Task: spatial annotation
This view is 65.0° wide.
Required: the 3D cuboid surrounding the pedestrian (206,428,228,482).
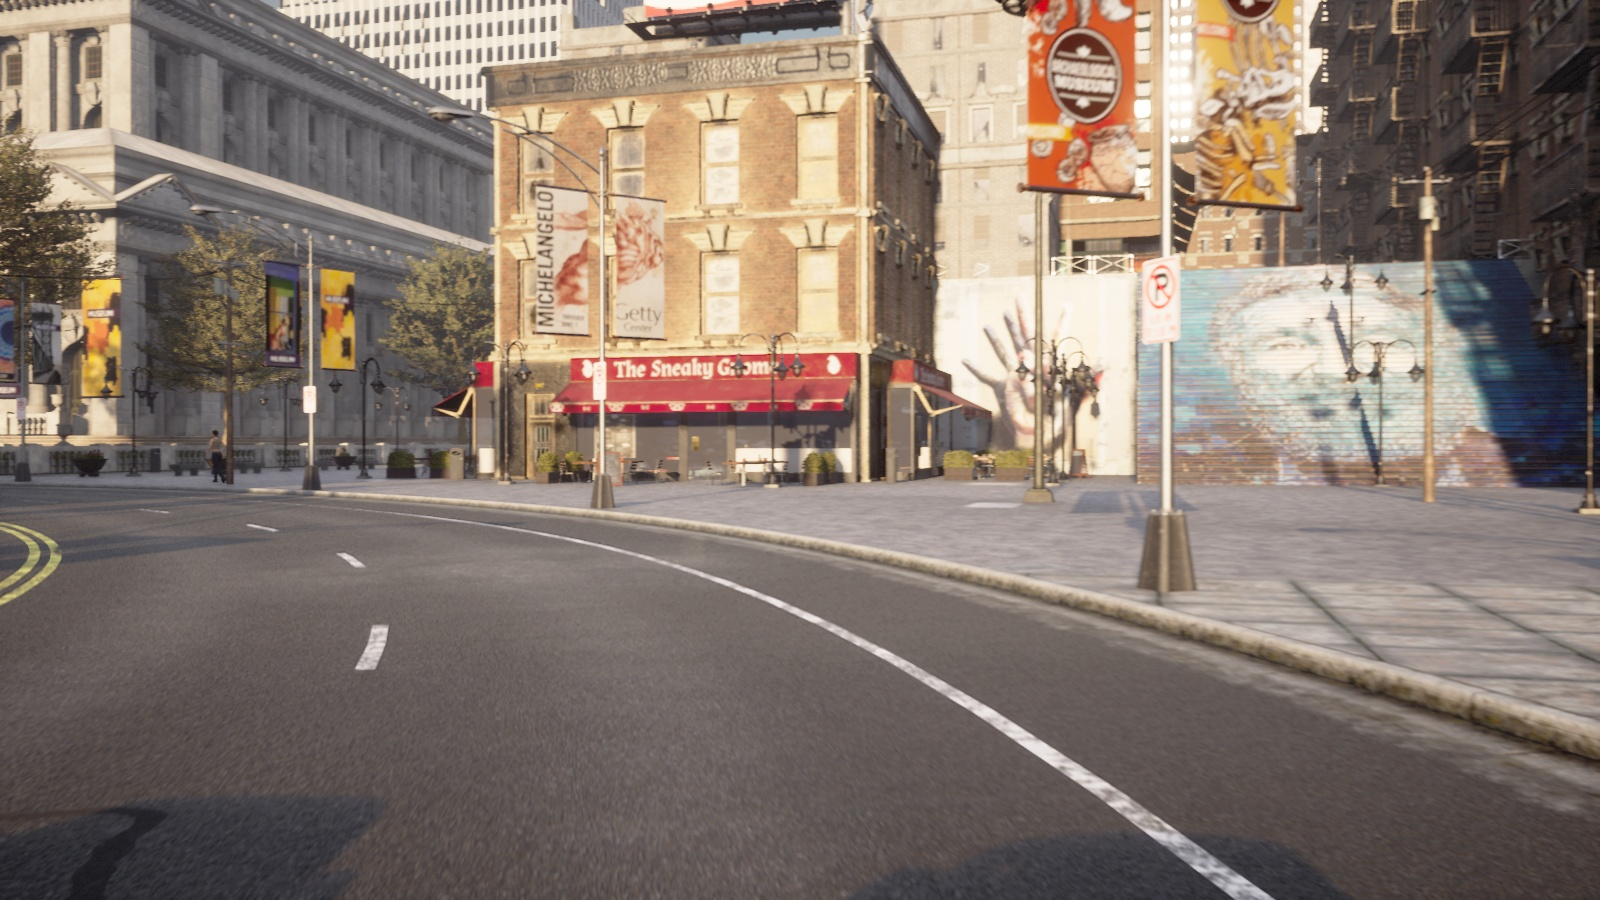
[{"bbox_3d":[-19.832,0.168,42.731,0.594,1.836,0.345,0,0,22],"label":"pedestrian"}]
